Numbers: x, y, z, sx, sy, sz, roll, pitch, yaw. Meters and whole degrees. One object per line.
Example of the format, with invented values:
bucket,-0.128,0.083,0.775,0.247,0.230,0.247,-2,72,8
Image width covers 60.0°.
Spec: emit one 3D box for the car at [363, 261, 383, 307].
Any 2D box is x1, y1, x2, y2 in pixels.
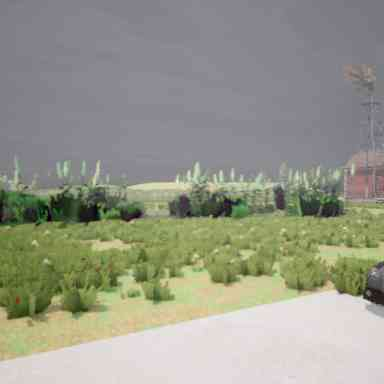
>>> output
car,5.291,1.531,6.393,4.181,1.385,1.994,0,1,-29
